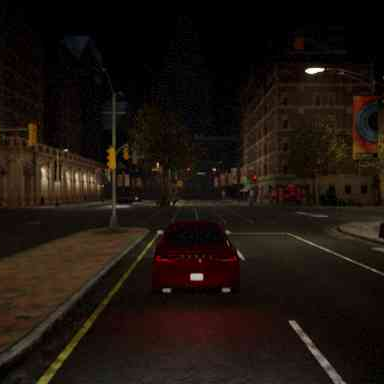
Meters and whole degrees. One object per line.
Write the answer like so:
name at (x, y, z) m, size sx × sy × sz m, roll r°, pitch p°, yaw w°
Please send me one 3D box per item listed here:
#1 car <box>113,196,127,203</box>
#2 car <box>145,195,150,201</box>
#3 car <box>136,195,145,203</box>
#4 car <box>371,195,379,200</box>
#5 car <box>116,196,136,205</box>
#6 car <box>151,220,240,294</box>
car at (-14.974, 1.565, 69.053) m, size 1.895 × 1.301 × 4.718 m, roll 0°, pitch 0°, yaw 0°
car at (-11.774, 1.442, 84.037) m, size 1.882 × 1.535 × 5.008 m, roll 0°, pitch 0°, yaw 0°
car at (-11.727, 1.510, 69.662) m, size 2.033 × 1.411 × 5.357 m, roll 0°, pitch 0°, yaw 0°
car at (37.716, 1.451, 70.622) m, size 2.231 × 1.521 × 4.892 m, roll 0°, pitch 0°, yaw 0°
car at (-11.749, 1.575, 58.925) m, size 1.895 × 1.301 × 4.718 m, roll 0°, pitch 0°, yaw 0°
car at (0.055, 1.474, 8.850) m, size 1.882 × 1.535 × 5.008 m, roll 0°, pitch 0°, yaw -1°
